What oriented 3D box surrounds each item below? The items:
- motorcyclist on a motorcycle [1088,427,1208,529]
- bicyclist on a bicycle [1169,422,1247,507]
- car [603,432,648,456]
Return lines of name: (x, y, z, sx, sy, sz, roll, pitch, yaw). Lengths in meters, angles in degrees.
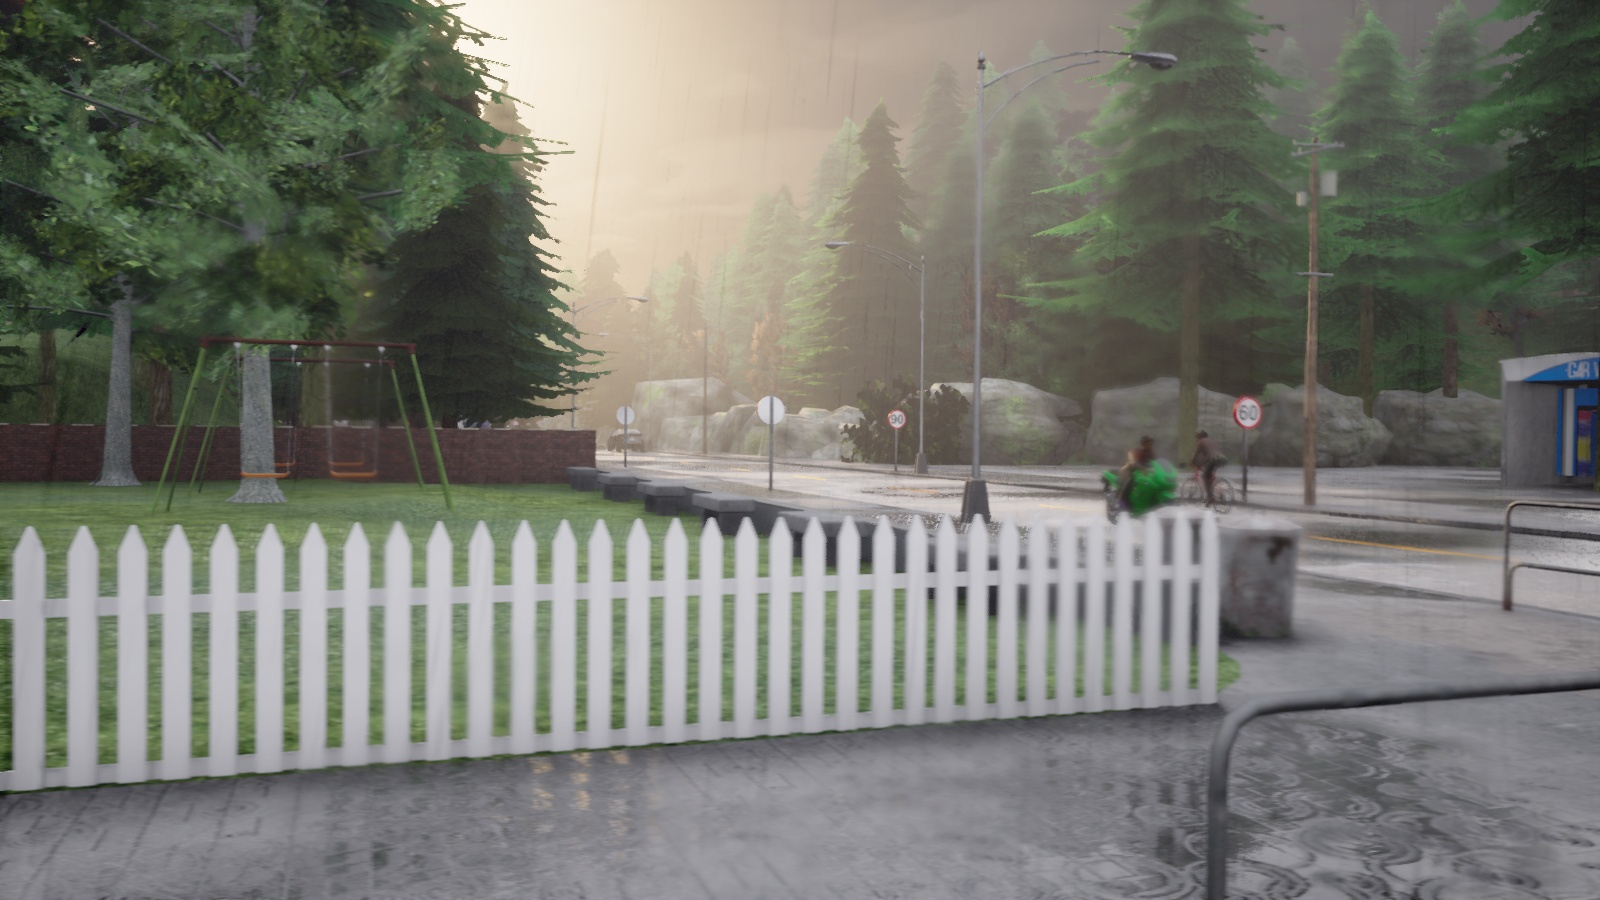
motorcyclist on a motorcycle: (5.464, 0.406, 19.859, 0.797, 1.523, 2.044, -1, 1, -19)
bicyclist on a bicycle: (8.013, 0.271, 24.726, 0.582, 1.620, 1.656, -1, 1, -19)
car: (-11.241, -0.411, 80.673, 2.007, 1.525, 4.514, -1, 1, -19)
